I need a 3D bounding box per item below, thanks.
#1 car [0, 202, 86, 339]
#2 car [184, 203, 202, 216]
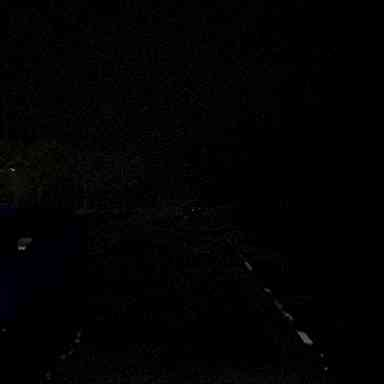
[{"bbox_3d":[-3.601,1.237,5.774,2.150,2.045,5.566,0,0,0],"label":"car"},{"bbox_3d":[0.100,1.914,37.008,1.994,1.385,4.181,0,-1,0],"label":"car"}]
